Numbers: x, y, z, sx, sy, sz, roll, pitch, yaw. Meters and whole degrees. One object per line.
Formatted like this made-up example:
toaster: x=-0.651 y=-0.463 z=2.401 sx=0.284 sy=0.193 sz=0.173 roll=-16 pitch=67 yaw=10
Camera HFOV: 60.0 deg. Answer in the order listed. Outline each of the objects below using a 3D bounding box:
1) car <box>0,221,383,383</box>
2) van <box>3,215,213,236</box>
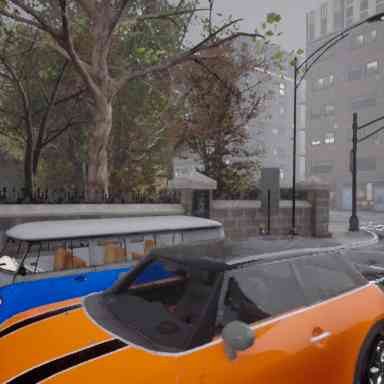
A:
car: x=0.123 y=1.352 z=3.460 sx=4.553 sy=1.767 sz=2.097 roll=0 pitch=0 yaw=-35
van: x=-1.219 y=1.342 z=5.621 sx=3.998 sy=1.788 sz=1.690 roll=0 pitch=1 yaw=-35
